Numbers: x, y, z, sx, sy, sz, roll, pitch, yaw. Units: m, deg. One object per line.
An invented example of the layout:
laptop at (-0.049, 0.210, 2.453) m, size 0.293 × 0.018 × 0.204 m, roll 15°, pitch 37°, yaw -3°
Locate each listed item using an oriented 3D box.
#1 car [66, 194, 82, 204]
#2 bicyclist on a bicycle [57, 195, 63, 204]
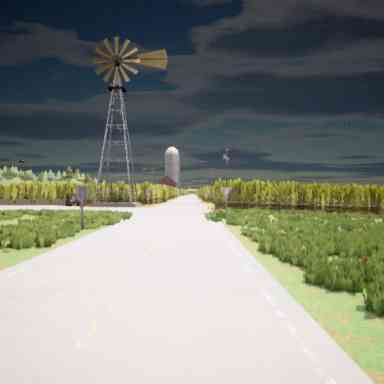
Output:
car at (-17.222, 1.186, 48.586) m, size 1.905 × 1.878 × 3.866 m, roll 0°, pitch 0°, yaw -31°
bicyclist on a bicycle at (-20.673, 1.305, 51.859) m, size 0.582 × 1.620 × 1.656 m, roll 0°, pitch 0°, yaw 24°
